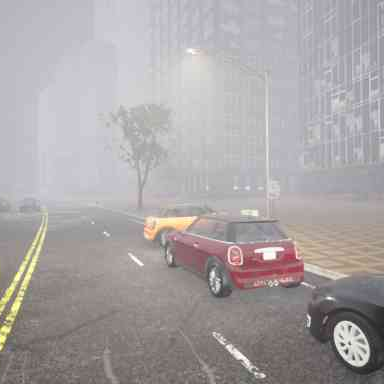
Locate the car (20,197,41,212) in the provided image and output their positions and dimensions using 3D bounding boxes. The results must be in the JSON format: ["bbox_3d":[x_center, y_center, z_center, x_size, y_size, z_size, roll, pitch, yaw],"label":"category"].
[{"bbox_3d":[-19.109,1.392,39.331,2.097,1.767,4.553,0,0,-24],"label":"car"}]

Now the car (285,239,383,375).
[{"bbox_3d":[3.584,1.505,3.473,1.837,1.490,4.892,0,0,-36],"label":"car"}]

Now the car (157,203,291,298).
[{"bbox_3d":[0.812,1.355,8.925,2.097,1.767,4.553,0,0,-23],"label":"car"}]

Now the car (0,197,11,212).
[{"bbox_3d":[-22.069,1.389,37.989,2.097,1.767,4.553,0,0,-24],"label":"car"}]

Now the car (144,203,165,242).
[{"bbox_3d":[0.219,1.277,14.647,4.553,1.767,2.097,-3,1,-18],"label":"car"}]
